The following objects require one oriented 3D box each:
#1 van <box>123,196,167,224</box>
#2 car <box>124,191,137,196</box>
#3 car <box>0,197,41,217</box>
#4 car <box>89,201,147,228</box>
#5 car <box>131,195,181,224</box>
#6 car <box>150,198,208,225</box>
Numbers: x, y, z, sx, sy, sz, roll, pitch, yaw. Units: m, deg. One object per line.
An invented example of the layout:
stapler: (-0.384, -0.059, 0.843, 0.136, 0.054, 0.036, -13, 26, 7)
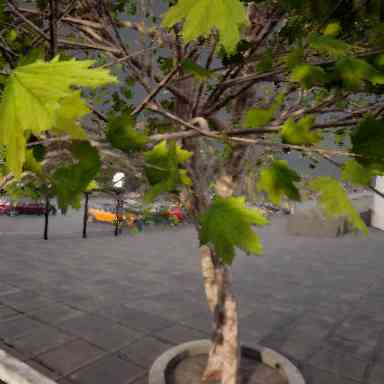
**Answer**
van: (-5.091, 1.916, 31.453, 4.442, 1.987, 1.878, 7, 3, 16)
car: (-9.310, 0.648, 54.025, 2.097, 1.767, 4.553, 8, 3, 36)
car: (-13.831, 1.112, 28.050, 2.097, 1.767, 4.553, 8, 1, 37)
car: (-6.819, 1.935, 29.026, 4.553, 1.767, 2.185, 7, 3, 16)
car: (-3.224, 1.990, 33.849, 5.566, 2.045, 2.435, 8, 3, 16)
car: (-1.394, 2.083, 36.271, 5.566, 2.045, 2.435, 7, 3, 16)
